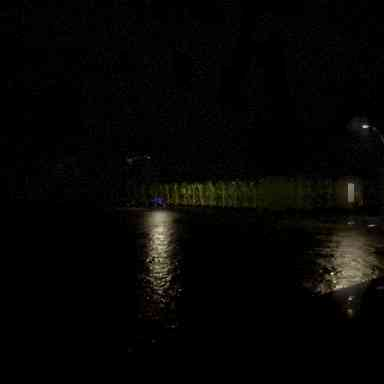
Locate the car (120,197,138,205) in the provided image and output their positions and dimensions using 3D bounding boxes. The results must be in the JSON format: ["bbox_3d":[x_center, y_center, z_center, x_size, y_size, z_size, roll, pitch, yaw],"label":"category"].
[{"bbox_3d":[-11.810,1.685,62.120,1.837,1.490,4.892,-1,0,-36],"label":"car"}]

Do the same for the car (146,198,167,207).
[{"bbox_3d":[-5.730,1.665,53.926,1.812,1.442,4.674,-1,0,-36],"label":"car"}]
